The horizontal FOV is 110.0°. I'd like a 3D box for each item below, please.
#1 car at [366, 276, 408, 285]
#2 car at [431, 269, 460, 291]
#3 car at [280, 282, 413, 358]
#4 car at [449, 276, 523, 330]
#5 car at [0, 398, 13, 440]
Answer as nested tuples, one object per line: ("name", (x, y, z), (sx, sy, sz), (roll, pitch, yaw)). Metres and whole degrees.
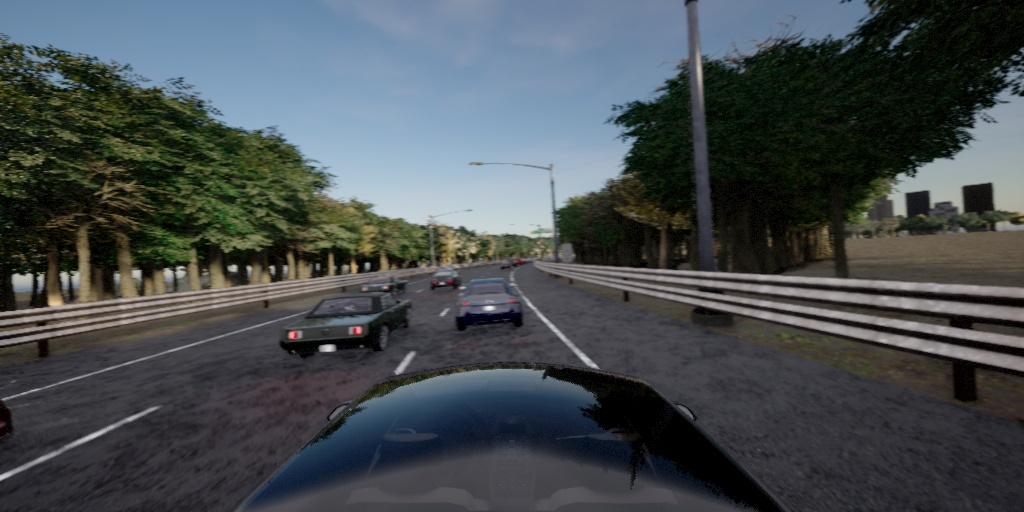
("car", (-8.320, 1.997, 23.790), (1.895, 1.301, 4.718), (-3, 0, -2))
("car", (-4.960, 1.747, 27.253), (1.812, 1.442, 4.674), (-3, 0, -2))
("car", (-3.994, 1.644, 9.632), (1.895, 1.301, 4.718), (-3, 0, -4))
("car", (-0.769, 1.433, 11.890), (1.994, 1.385, 4.181), (-3, 0, -4))
("car", (-6.887, 1.725, 2.460), (1.994, 1.385, 4.181), (-3, 0, -5))
